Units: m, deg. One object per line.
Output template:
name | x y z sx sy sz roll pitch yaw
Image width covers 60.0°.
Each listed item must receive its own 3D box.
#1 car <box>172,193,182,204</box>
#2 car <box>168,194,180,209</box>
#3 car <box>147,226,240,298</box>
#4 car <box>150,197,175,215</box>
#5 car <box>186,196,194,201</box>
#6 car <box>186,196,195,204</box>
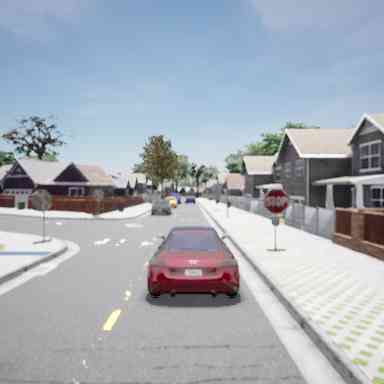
car | -3.145 1.277 62.536 2.150 2.045 5.566 0 1 0
car | -3.108 1.502 47.105 1.882 1.535 5.008 0 0 0
car | 0.041 1.560 8.580 1.994 1.385 4.181 0 0 0
car | -3.034 1.508 33.633 1.837 1.490 4.892 0 0 0
car | -0.518 1.765 89.433 1.895 1.301 4.718 0 0 0
car | -0.289 1.552 67.474 1.882 1.535 5.008 0 0 0
